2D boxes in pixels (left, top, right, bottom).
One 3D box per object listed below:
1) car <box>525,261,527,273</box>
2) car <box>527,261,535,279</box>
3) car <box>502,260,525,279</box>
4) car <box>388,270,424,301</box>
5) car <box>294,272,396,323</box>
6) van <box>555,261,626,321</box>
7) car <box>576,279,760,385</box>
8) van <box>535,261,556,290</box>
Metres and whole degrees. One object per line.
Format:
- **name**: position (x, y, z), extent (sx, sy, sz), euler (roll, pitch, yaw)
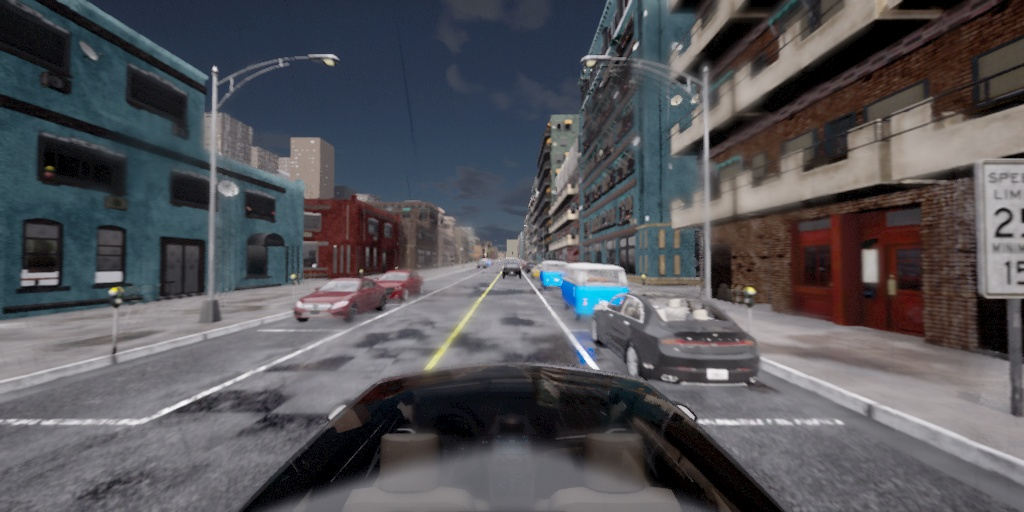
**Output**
- **car**: position (2.689, 1.576, 45.955), extent (1.948, 1.339, 4.313), euler (0, 0, 0)
- **car**: position (2.689, 1.474, 34.963), extent (1.751, 1.417, 4.829), euler (0, 0, 0)
- **car**: position (-0.001, 1.433, 36.142), extent (1.882, 1.535, 5.008), euler (0, 0, 0)
- **car**: position (-5.691, 1.395, 18.015), extent (1.888, 1.381, 4.507), euler (0, 0, 0)
- **car**: position (-5.690, 1.397, 12.434), extent (1.802, 1.307, 4.207), euler (0, 0, 0)
- **van**: position (2.690, 1.157, 12.470), extent (1.690, 1.789, 3.998), euler (0, 0, 0)
- **car**: position (2.691, 1.332, 6.891), extent (2.007, 1.370, 4.403), euler (0, 0, 0)
- **van**: position (2.690, 1.224, 23.633), extent (1.690, 1.789, 3.998), euler (0, 0, 0)
